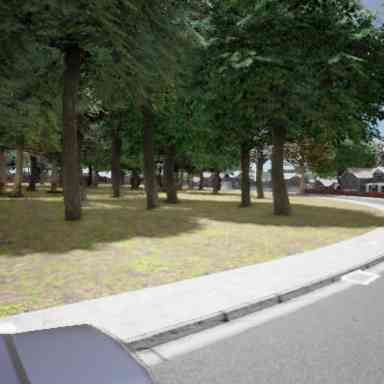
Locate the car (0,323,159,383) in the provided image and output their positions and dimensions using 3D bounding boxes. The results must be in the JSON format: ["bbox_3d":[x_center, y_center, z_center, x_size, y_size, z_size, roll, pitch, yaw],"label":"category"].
[{"bbox_3d":[-2.591,1.545,1.316,5.357,1.411,2.033,0,0,-36],"label":"car"}]
